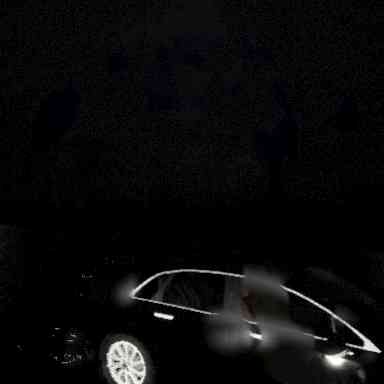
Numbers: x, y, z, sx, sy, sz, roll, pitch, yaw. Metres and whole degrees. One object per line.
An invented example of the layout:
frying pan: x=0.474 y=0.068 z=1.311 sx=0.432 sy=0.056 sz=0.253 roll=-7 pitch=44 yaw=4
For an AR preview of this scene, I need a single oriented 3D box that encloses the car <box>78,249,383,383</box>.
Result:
car: x=0.923 y=1.502 z=3.791 sx=4.892 sy=1.490 sz=1.837 roll=0 pitch=0 yaw=27
